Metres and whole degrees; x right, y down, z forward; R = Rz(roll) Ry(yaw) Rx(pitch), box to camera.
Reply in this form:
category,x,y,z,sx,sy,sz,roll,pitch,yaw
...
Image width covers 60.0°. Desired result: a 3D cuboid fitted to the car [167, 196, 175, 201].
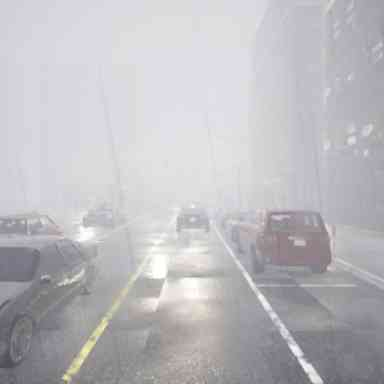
category,x,y,z,sx,sy,sz,roll,pitch,yaw
car,-5.904,1.763,93.758,1.802,1.307,4.206,1,0,0

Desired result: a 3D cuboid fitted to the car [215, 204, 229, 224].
category,x,y,z,sx,sy,sz,roll,pitch,yaw
car,2.615,1.625,21.873,1.802,1.307,4.206,1,0,0

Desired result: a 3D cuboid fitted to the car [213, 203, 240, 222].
category,x,y,z,sx,sy,sz,roll,pitch,yaw
car,2.772,1.635,27.529,1.802,1.307,4.206,1,0,0

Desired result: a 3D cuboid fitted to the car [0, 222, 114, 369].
category,x,y,z,sx,sy,sz,roll,pitch,yaw
car,-3.115,1.559,5.988,2.033,1.411,5.357,0,0,0

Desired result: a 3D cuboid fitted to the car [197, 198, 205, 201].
category,x,y,z,sx,sy,sz,roll,pitch,yaw
car,0.018,1.614,34.842,2.033,1.411,5.357,0,0,-1

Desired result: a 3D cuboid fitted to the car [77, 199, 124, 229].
category,x,y,z,sx,sy,sz,roll,pitch,yaw
car,-5.730,1.482,21.890,1.967,1.590,4.097,1,0,0

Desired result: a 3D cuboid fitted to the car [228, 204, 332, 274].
category,x,y,z,sx,sy,sz,roll,pitch,yaw
car,2.646,1.336,10.560,2.192,1.841,5.009,1,0,0

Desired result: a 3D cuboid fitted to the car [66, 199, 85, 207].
category,x,y,z,sx,sy,sz,roll,pitch,yaw
car,-18.844,1.823,55.860,4.313,1.339,1.947,0,-1,0

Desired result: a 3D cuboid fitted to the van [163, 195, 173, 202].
category,x,y,z,sx,sy,sz,roll,pitch,yaw
van,-5.860,1.488,76.802,1.690,1.788,3.998,1,0,0

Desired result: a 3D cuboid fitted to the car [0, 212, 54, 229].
category,x,y,z,sx,sy,sz,roll,pitch,yaw
car,-5.703,1.461,10.577,1.967,1.590,4.097,1,0,0

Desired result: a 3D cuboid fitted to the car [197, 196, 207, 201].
category,x,y,z,sx,sy,sz,roll,pitch,yaw
car,2.517,1.673,76.952,1.752,1.417,4.829,1,0,0

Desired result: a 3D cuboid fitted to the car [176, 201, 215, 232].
category,x,y,z,sx,sy,sz,roll,pitch,yaw
car,0.051,1.543,20.455,2.163,1.488,4.792,0,0,0

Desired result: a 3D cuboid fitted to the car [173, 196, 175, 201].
category,x,y,z,sx,sy,sz,roll,pitch,yaw
car,-5.877,1.740,82.453,1.802,1.307,4.206,1,0,0

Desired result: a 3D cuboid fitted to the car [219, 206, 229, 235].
category,x,y,z,sx,sy,sz,roll,pitch,yaw
car,2.629,1.598,16.216,1.947,1.339,4.313,1,0,0

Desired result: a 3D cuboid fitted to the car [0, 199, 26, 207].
category,x,y,z,sx,sy,sz,roll,pitch,yaw
car,-30.185,1.899,55.880,4.206,1.307,1.802,0,-1,0
